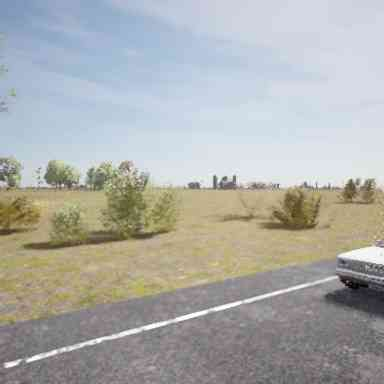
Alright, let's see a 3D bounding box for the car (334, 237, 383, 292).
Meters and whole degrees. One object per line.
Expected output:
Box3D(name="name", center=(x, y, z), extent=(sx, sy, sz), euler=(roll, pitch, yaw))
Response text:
Box3D(name="car", center=(5.441, 1.579, 7.870), extent=(4.718, 1.301, 1.895), euler=(0, 0, -35))
